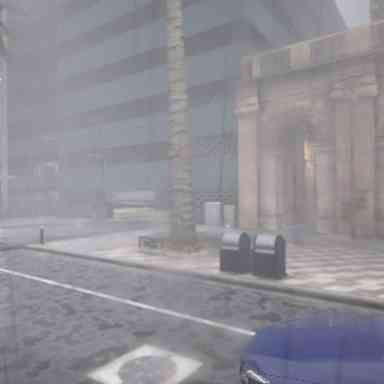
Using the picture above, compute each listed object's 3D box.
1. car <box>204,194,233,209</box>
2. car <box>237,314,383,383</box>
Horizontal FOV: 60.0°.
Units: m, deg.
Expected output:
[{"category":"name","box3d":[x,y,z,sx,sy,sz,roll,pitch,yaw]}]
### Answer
[{"category":"car","box3d":[3.609,1.166,27.449,5.566,2.045,2.435,-1,0,35]},{"category":"car","box3d":[2.546,1.516,2.181,4.674,1.442,1.812,-1,-1,35]}]
